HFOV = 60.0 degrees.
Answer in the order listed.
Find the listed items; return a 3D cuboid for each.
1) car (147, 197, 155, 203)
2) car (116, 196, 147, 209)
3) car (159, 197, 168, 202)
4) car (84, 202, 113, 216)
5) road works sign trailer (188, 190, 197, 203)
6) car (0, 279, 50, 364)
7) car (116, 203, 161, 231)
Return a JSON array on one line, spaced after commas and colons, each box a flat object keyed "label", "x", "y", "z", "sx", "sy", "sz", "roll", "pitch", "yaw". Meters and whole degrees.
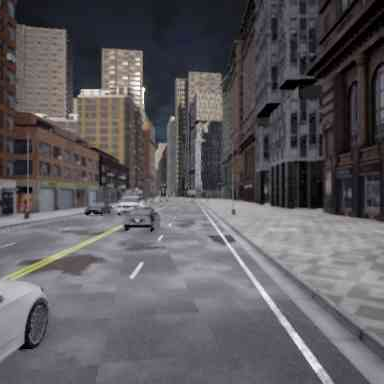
[{"label": "car", "x": -9.751, "y": 1.884, "z": 76.888, "sx": 2.128, "sy": 1.511, "sz": 4.902, "roll": 0, "pitch": 0, "yaw": 0}, {"label": "car", "x": -6.584, "y": 1.465, "z": 35.928, "sx": 2.150, "sy": 2.045, "sz": 5.566, "roll": 0, "pitch": -1, "yaw": 0}, {"label": "car", "x": -6.501, "y": 1.842, "z": 77.304, "sx": 1.837, "sy": 1.490, "sz": 4.892, "roll": 0, "pitch": 0, "yaw": 0}, {"label": "car", "x": -9.837, "y": 1.787, "z": 35.467, "sx": 2.033, "sy": 1.411, "sz": 5.357, "roll": 0, "pitch": 0, "yaw": 0}, {"label": "road works sign trailer", "x": 0.013, "y": 1.077, "z": 88.053, "sx": 2.380, "sy": 3.560, "sz": 2.880, "roll": 0, "pitch": 0, "yaw": 0}, {"label": "car", "x": -3.150, "y": 1.548, "z": 3.333, "sx": 1.812, "sy": 1.442, "sz": 4.674, "roll": 0, "pitch": 0, "yaw": 0}, {"label": "car", "x": -3.150, "y": 1.692, "z": 21.652, "sx": 2.033, "sy": 1.411, "sz": 5.357, "roll": 0, "pitch": 0, "yaw": 0}]
